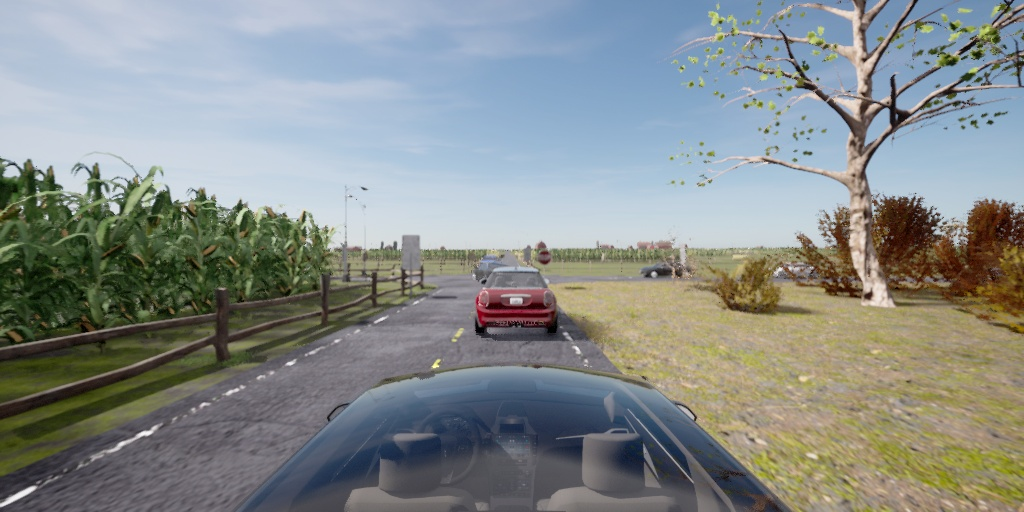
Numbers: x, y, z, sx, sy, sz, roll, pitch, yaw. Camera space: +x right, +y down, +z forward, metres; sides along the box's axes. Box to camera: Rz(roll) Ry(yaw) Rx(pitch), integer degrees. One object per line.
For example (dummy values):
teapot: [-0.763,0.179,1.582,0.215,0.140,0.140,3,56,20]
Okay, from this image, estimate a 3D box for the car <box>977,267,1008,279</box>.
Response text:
car: [47.191,1.432,33.590,5.357,1.411,2.033,0,0,0]

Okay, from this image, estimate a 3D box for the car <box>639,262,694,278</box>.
car: [14.423,1.296,33.597,4.892,1.490,1.837,0,0,0]

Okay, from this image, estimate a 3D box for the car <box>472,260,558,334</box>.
car: [0.101,1.107,10.765,2.097,1.767,4.553,0,0,0]

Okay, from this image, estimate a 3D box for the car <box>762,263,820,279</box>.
car: [26.112,1.350,33.622,4.674,1.442,1.812,0,0,0]

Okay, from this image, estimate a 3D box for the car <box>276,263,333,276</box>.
car: [-17.618,1.269,30.570,4.181,1.385,1.994,0,0,0]

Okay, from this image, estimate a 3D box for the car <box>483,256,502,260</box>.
car: [-2.866,0.953,47.265,2.150,2.045,5.566,0,0,1]
